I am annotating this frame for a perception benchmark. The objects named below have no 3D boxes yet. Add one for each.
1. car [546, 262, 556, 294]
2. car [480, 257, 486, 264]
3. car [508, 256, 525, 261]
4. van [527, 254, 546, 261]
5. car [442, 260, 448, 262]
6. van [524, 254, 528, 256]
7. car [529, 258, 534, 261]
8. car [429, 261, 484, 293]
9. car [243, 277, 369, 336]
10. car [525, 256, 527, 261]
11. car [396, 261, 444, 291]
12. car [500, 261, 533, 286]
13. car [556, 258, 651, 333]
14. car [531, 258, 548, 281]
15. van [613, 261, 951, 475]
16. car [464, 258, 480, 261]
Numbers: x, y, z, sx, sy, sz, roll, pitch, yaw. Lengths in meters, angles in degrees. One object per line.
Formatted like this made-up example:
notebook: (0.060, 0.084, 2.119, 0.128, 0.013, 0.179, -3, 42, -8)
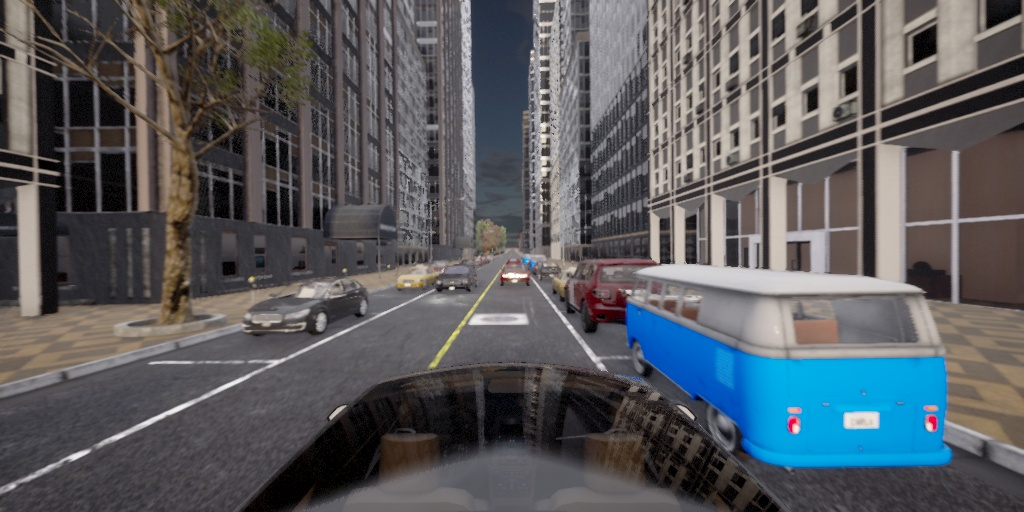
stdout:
car: (2.786, 1.150, 16.235, 1.751, 1.417, 4.829, 0, 0, 0)
car: (-5.496, 1.006, 55.977, 1.802, 1.307, 4.207, 0, 0, 0)
car: (0.243, 0.935, 43.000, 1.882, 1.535, 5.008, -1, 0, 0)
van: (2.842, 0.800, 38.860, 1.690, 1.789, 3.998, 0, 0, 0)
car: (-5.566, 1.084, 27.487, 1.967, 1.591, 4.097, 0, 0, 0)
van: (2.899, 0.620, 61.652, 1.690, 1.789, 3.998, 0, 0, 0)
car: (2.828, 1.084, 33.162, 1.802, 1.307, 4.207, 0, 0, 0)
car: (-2.986, 1.210, 20.503, 2.033, 1.411, 5.357, -1, 0, 0)
car: (-5.609, 1.312, 10.390, 2.007, 1.370, 4.403, 0, 0, 0)
car: (2.856, 0.960, 44.558, 1.888, 1.381, 4.507, 0, 0, 0)
car: (-5.581, 1.210, 21.617, 1.751, 1.417, 4.829, 0, 0, 0)
car: (0.194, 1.202, 23.915, 1.895, 1.301, 4.718, -1, 0, 0)
car: (2.771, 0.976, 10.366, 2.192, 1.841, 5.009, 0, 0, 0)
car: (2.814, 1.095, 27.464, 2.007, 1.370, 4.403, 0, 0, 0)
van: (2.757, 1.039, 4.667, 1.690, 1.789, 3.998, 0, 0, 0)
car: (-5.524, 1.080, 44.581, 1.948, 1.339, 4.313, 0, 0, 0)
